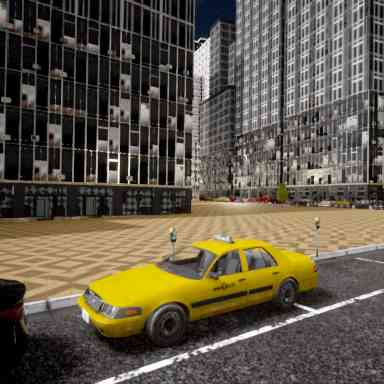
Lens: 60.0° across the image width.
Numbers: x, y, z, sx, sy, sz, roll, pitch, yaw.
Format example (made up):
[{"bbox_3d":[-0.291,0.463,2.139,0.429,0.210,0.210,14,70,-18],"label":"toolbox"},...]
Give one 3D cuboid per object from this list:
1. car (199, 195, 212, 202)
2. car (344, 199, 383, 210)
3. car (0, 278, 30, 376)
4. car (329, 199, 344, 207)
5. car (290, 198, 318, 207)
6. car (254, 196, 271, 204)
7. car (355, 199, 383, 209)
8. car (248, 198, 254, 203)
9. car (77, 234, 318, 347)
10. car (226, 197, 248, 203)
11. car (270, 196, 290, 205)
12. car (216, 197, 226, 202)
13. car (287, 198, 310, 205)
[{"bbox_3d":[3.618,1.699,89.797,2.192,1.841,5.009,1,-1,-22],"label":"car"},{"bbox_3d":[22.584,1.653,43.179,2.008,1.369,4.403,1,-1,-22],"label":"car"},{"bbox_3d":[-3.964,1.565,3.258,4.313,1.339,1.947,0,1,-36],"label":"car"},{"bbox_3d":[25.597,1.840,56.679,1.752,1.417,4.829,1,-1,-22],"label":"car"},{"bbox_3d":[18.369,1.716,53.538,2.008,1.369,4.403,1,-1,-22],"label":"car"},{"bbox_3d":[17.230,1.754,77.252,2.192,1.841,5.009,1,-1,-22],"label":"car"},{"bbox_3d":[27.770,1.833,51.340,2.008,1.369,4.403,1,-1,-22],"label":"car"},{"bbox_3d":[15.118,2.052,82.431,1.802,1.307,4.206,1,-1,-22],"label":"car"},{"bbox_3d":[0.401,1.528,6.315,4.829,1.417,1.752,0,1,-35],"label":"car"},{"bbox_3d":[9.940,1.731,74.258,1.967,1.590,4.097,1,-1,-22],"label":"car"},{"bbox_3d":[16.263,1.637,58.719,1.967,1.590,4.097,1,-1,-22],"label":"car"},{"bbox_3d":[7.895,1.846,79.279,1.752,1.417,4.829,1,-1,-22],"label":"car"},{"bbox_3d":[21.444,1.927,66.885,2.008,1.369,4.403,1,-1,-22],"label":"car"}]
